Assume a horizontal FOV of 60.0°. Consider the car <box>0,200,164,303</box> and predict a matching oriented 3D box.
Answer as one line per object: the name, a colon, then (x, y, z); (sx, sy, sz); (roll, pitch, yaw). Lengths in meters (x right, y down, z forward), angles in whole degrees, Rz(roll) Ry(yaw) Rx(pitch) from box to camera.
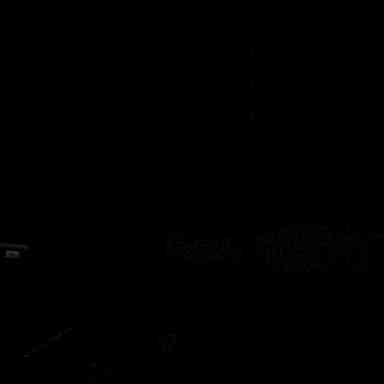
car: (-2.578, 1.322, 8.734); (2.435, 2.045, 5.566); (0, -1, 16)
